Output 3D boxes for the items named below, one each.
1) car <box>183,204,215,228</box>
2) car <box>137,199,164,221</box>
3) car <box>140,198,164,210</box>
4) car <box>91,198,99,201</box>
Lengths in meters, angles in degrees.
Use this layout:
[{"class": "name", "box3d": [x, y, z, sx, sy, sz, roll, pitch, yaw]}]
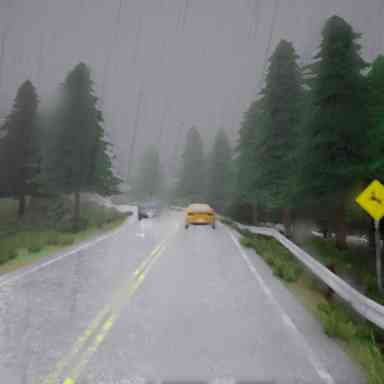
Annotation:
[{"class": "car", "box3d": [0.436, 1.521, 22.389, 1.882, 1.535, 5.008, 1, 0, -2]}, {"class": "car", "box3d": [-3.392, 1.505, 27.007, 2.128, 1.511, 4.902, 1, 0, -8]}, {"class": "car", "box3d": [-5.465, 1.607, 45.011, 1.994, 1.385, 4.181, 3, -1, -27]}, {"class": "car", "box3d": [-19.230, 1.960, 65.308, 2.033, 1.411, 5.357, 1, -5, -13]}]
